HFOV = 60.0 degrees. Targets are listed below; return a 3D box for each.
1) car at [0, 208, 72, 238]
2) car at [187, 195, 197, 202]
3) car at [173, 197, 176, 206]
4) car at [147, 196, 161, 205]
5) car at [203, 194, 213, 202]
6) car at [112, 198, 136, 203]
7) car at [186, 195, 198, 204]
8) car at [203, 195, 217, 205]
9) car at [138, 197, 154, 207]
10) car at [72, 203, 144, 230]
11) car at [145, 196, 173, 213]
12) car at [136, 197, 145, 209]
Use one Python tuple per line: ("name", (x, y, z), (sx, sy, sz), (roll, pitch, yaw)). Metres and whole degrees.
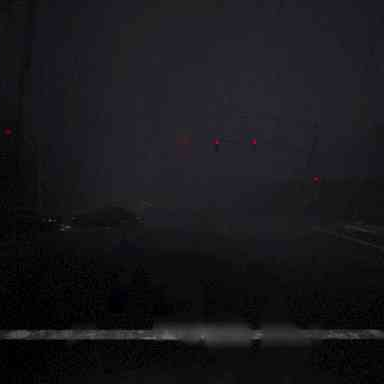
("car", (-9.105, 1.559, 17.429), (4.674, 1.442, 1.812), (0, 0, 0))
("car", (0.021, 1.413, 73.882), (1.994, 1.385, 4.181), (0, 0, 0))
("car", (-3.581, 1.564, 45.562), (1.994, 1.385, 4.181), (0, 0, 0))
("car", (-7.046, 1.492, 62.085), (2.128, 1.511, 4.902), (0, 0, 0))
("car", (3.523, 1.355, 74.460), (2.097, 1.767, 4.553), (0, 0, 0))
("car", (-7.085, 1.526, 32.897), (1.812, 1.442, 4.674), (0, 0, 0))
("car", (0.018, 1.505, 63.773), (1.837, 1.490, 4.892), (0, 0, 0))
("car", (3.608, 1.547, 60.239), (2.033, 1.411, 5.357), (0, 0, 1))
("car", (-7.076, 1.505, 51.677), (1.837, 1.490, 4.892), (0, 0, 0))
("car", (-5.432, 1.597, 20.948), (4.181, 1.385, 1.994), (0, 0, 0))
("car", (-3.578, 1.352, 36.992), (2.097, 1.767, 4.553), (0, 0, 0))
("car", (-7.082, 1.478, 42.191), (1.882, 1.535, 5.008), (0, 0, 0))
